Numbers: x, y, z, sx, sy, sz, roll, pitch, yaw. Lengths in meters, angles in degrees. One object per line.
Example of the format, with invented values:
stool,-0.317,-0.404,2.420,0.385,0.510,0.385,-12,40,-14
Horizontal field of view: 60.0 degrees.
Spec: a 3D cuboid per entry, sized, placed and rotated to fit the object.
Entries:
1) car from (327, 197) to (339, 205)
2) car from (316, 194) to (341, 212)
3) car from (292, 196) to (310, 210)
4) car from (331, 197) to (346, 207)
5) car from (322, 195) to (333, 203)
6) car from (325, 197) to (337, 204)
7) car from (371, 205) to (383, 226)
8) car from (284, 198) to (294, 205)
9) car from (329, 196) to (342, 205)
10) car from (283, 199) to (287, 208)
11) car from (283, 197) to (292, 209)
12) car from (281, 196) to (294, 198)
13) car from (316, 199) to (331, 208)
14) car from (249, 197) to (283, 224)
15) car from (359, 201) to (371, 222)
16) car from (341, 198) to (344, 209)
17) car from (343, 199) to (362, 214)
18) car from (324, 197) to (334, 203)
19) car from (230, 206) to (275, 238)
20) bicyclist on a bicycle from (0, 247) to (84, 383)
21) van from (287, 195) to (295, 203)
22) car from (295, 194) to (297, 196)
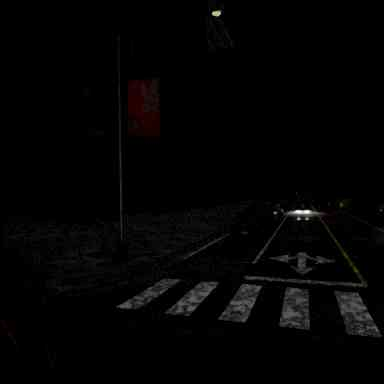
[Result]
car,28.607,1.790,67.598,1.887,1.381,4.507,-1,-1,18
car,17.272,1.516,42.307,2.097,1.767,4.553,-1,-1,19
car,15.575,1.716,46.759,2.128,1.511,4.902,-1,-1,18
car,25.168,1.636,57.307,1.967,1.590,4.097,-1,-1,18
car,33.760,1.637,83.036,2.192,1.841,5.009,-1,-1,18
car,30.326,1.822,72.742,2.008,1.369,4.403,-1,-1,18
car,13.138,1.480,21.288,1.967,1.590,4.097,-1,-1,18
car,20.526,1.917,70.309,1.887,1.381,4.507,-1,-1,18
car,26.887,1.660,62.453,1.967,1.590,4.097,-1,-1,18
car,8.440,1.733,34.123,1.752,1.417,4.829,-1,-1,18
car,13.651,1.856,49.723,1.802,1.307,4.206,-1,-1,18
car,15.366,1.613,54.872,2.192,1.841,5.009,-1,-1,18
car,20.397,1.770,51.724,1.994,1.385,4.181,-1,-1,18
car,5.052,1.481,23.993,2.192,1.841,5.009,-1,-1,18
car,14.859,1.642,26.432,1.802,1.307,4.206,-1,-1,18
car,21.786,1.674,47.176,1.752,1.417,4.829,-1,-1,18
car,18.295,1.647,36.724,1.887,1.381,4.507,-1,-1,18
car,32.099,1.823,78.049,1.752,1.417,4.829,-1,-1,18
car,3.337,1.712,18.844,1.947,1.339,4.313,-1,-1,18
bicyclist on a bicycle,-1.918,1.456,3.752,1.656,1.620,0.582,-1,0,19
van,23.961,1.764,80.604,1.690,1.788,3.998,-1,-1,18
car,18.803,1.662,65.165,2.192,1.841,5.009,-1,-1,18
